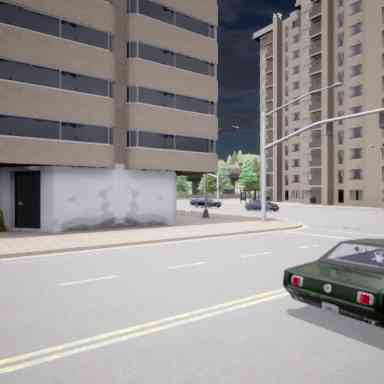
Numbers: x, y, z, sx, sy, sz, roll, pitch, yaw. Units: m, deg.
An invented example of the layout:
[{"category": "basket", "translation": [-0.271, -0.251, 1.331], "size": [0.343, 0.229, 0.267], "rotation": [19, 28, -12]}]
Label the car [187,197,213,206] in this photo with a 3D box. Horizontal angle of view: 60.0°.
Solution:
[{"category": "car", "translation": [1.275, 1.567, 54.662], "size": [1.994, 1.385, 4.181], "rotation": [0, 0, -36]}]

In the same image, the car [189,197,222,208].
[{"category": "car", "translation": [2.136, 1.604, 47.210], "size": [1.895, 1.301, 4.718], "rotation": [0, 0, -36]}]

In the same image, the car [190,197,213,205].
[{"category": "car", "translation": [1.683, 1.605, 60.170], "size": [1.895, 1.301, 4.718], "rotation": [0, 0, -34]}]

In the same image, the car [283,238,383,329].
[{"category": "car", "translation": [4.068, 1.602, 6.673], "size": [4.718, 1.301, 1.895], "rotation": [0, 0, -35]}]

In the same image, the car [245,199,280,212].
[{"category": "car", "translation": [8.140, 1.567, 38.903], "size": [1.994, 1.385, 4.181], "rotation": [0, 0, -36]}]
